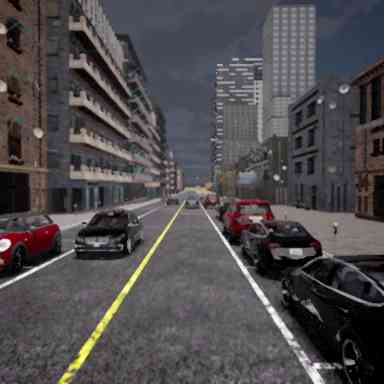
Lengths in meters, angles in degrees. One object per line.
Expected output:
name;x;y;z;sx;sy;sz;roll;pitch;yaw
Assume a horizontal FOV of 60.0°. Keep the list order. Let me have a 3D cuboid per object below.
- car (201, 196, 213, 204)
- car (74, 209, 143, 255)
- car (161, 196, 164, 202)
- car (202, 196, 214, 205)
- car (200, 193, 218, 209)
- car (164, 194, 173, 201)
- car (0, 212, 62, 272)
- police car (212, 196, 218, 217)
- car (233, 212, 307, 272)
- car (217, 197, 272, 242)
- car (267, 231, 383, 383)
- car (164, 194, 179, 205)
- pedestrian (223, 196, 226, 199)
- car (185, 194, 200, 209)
car;2.643;1.419;60.736;2.008;1.369;4.403;-1;0;0
car;-3.109;1.480;13.249;1.837;1.490;4.892;0;0;0
car;-5.748;1.422;71.846;1.802;1.307;4.206;-1;0;0
car;2.632;1.407;55.327;1.752;1.417;4.829;-1;0;0
car;2.611;1.223;43.996;2.192;1.841;5.009;-1;0;0
car;-5.755;1.354;83.006;1.887;1.381;4.507;-1;0;0
car;-5.712;1.421;10.463;1.967;1.590;4.097;-1;0;0
police car;2.982;1.371;27.272;1.930;1.638;5.238;0;0;0
car;2.636;1.546;10.519;1.947;1.339;4.313;-1;0;0
car;2.628;1.284;16.098;2.192;1.841;5.009;-1;0;0
car;2.640;1.556;4.939;1.947;1.339;4.313;-1;0;0
car;-3.098;1.446;54.795;1.994;1.385;4.181;0;0;0
pedestrian;2.980;1.233;30.265;0.375;1.860;0.375;-1;1;0
car;0.017;1.399;44.628;2.128;1.511;4.902;0;0;0
